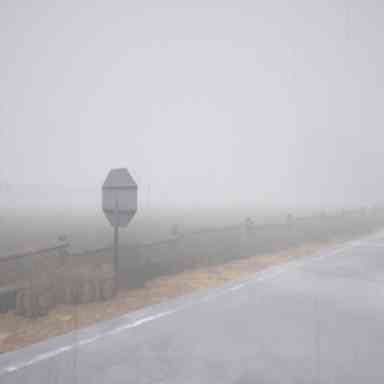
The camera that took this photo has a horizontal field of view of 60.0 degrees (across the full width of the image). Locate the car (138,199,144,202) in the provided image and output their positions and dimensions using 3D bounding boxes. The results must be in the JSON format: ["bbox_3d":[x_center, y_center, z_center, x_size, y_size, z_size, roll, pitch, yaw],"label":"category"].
[{"bbox_3d":[-11.348,1.922,63.807,1.812,1.442,4.674,0,0,43],"label":"car"}]
